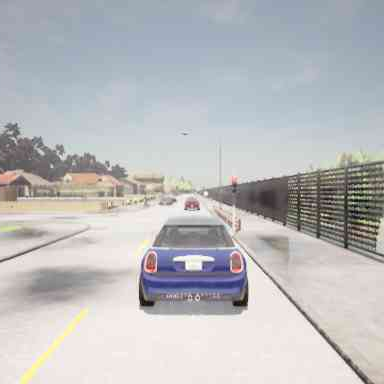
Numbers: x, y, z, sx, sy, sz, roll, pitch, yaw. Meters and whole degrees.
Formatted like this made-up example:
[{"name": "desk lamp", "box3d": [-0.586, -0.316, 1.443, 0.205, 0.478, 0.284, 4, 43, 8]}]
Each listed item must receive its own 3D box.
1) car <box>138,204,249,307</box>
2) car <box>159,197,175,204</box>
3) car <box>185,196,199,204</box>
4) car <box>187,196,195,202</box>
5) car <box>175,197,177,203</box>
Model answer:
[{"name": "car", "box3d": [0.037, 1.350, 8.152, 2.097, 1.767, 4.553, 0, 0, 0]}, {"name": "car", "box3d": [-4.183, 1.515, 53.332, 1.812, 1.442, 4.674, 0, 0, 0]}, {"name": "car", "box3d": [0.004, 1.517, 43.039, 1.812, 1.442, 4.674, 0, 0, 0]}, {"name": "car", "box3d": [-0.150, 1.576, 78.764, 1.895, 1.301, 4.718, 0, 0, 0]}, {"name": "car", "box3d": [-4.131, 1.584, 68.725, 1.895, 1.301, 4.718, 0, 0, 0]}]
